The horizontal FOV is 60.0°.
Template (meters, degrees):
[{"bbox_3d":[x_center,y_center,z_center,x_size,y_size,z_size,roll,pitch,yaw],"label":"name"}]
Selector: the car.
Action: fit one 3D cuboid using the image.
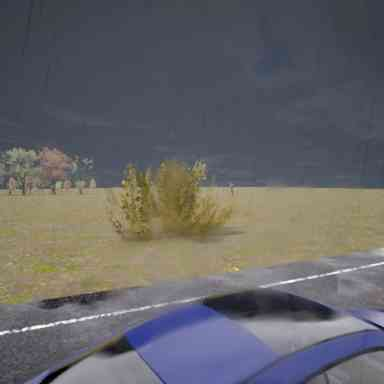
[{"bbox_3d":[0.776,1.525,2.480,4.674,1.442,1.812,0,0,-30],"label":"car"}]
